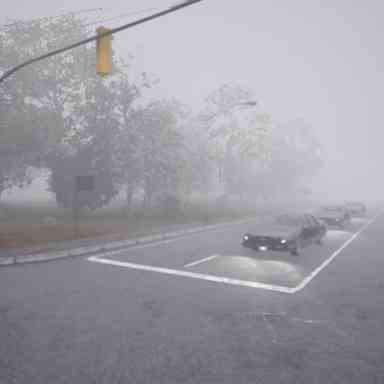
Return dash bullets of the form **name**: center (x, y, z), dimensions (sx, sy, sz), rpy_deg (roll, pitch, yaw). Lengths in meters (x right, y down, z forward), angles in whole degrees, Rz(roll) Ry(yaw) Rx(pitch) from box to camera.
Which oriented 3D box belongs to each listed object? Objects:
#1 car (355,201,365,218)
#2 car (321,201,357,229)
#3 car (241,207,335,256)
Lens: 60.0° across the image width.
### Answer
- **car**: center (15.060, 1.552, 31.157), dimensions (2.033, 1.411, 5.357), rpy_deg (0, 0, 32)
- **car**: center (9.367, 1.551, 22.161), dimensions (2.033, 1.411, 5.357), rpy_deg (0, 0, 32)
- **car**: center (3.990, 1.551, 13.589), dimensions (2.033, 1.411, 5.357), rpy_deg (0, 0, 36)
